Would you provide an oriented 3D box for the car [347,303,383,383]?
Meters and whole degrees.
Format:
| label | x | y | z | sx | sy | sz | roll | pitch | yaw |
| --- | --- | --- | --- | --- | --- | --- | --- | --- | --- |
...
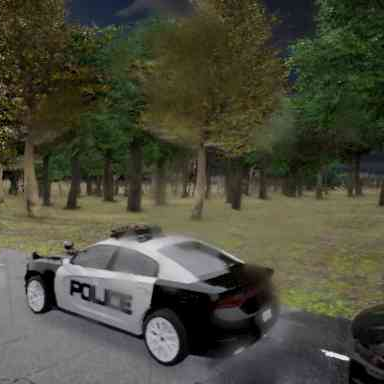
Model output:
| label | x | y | z | sx | sy | sz | roll | pitch | yaw |
| --- | --- | --- | --- | --- | --- | --- | --- | --- | --- |
| car | 3.861 | 1.498 | 2.389 | 5.008 | 1.535 | 1.882 | 0 | 0 | 36 |

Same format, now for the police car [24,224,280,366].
| label | x | y | z | sx | sy | sz | roll | pitch | yaw |
| --- | --- | --- | --- | --- | --- | --- | --- | --- | --- |
| police car | -1.103 | 1.428 | 5.953 | 5.238 | 1.638 | 1.930 | 0 | 0 | 36 |
